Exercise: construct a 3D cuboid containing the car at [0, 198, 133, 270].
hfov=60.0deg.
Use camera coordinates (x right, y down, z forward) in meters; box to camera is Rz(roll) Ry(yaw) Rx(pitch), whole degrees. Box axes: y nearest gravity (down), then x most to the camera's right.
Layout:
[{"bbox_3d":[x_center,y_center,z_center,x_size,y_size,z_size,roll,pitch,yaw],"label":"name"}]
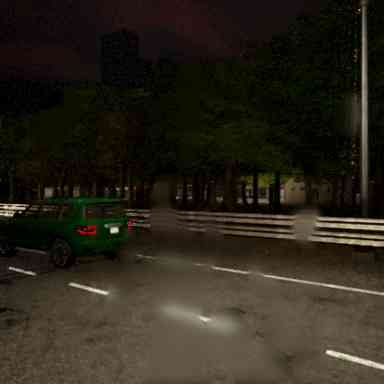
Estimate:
[{"bbox_3d":[-4.469,1.225,11.360,5.566,2.045,2.150,0,0,36],"label":"car"}]
